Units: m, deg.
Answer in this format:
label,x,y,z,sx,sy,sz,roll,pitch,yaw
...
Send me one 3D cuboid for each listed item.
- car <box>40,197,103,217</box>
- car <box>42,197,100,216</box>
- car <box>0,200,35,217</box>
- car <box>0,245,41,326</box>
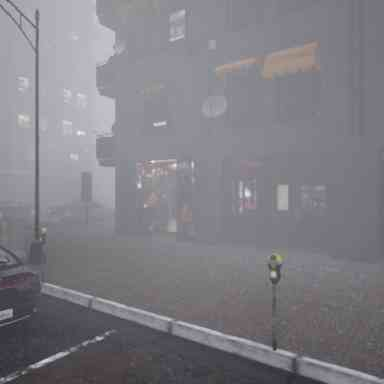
label,x,y,z,sx,sy,sz,roll,pitch,yaw
car,-9.724,1.239,27.823,1.837,1.490,4.892,0,1,35
car,-10.996,1.238,30.508,1.752,1.417,4.829,1,1,35
car,-14.082,1.338,26.081,2.008,1.369,4.403,1,1,35
car,-4.502,1.548,6.078,4.403,1.369,2.008,0,0,35
